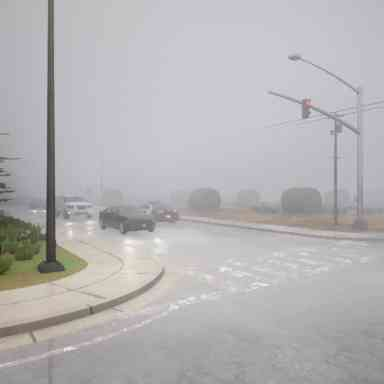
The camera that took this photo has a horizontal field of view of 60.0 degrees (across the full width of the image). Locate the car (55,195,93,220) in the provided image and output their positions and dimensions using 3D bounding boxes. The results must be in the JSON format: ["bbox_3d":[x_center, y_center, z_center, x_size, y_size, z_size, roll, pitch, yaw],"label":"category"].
[{"bbox_3d":[-10.541,1.251,29.300,2.150,2.045,5.566,0,0,-35],"label":"car"}]

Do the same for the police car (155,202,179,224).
[{"bbox_3d":[-2.982,1.536,24.652,2.038,1.542,4.974,0,0,-34],"label":"police car"}]

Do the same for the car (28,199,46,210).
[{"bbox_3d":[-19.797,1.594,42.898,1.994,1.385,4.181,0,0,-34],"label":"car"}]

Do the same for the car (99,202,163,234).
[{"bbox_3d":[-3.936,1.505,19.679,1.882,1.535,5.008,0,0,-34],"label":"car"}]
